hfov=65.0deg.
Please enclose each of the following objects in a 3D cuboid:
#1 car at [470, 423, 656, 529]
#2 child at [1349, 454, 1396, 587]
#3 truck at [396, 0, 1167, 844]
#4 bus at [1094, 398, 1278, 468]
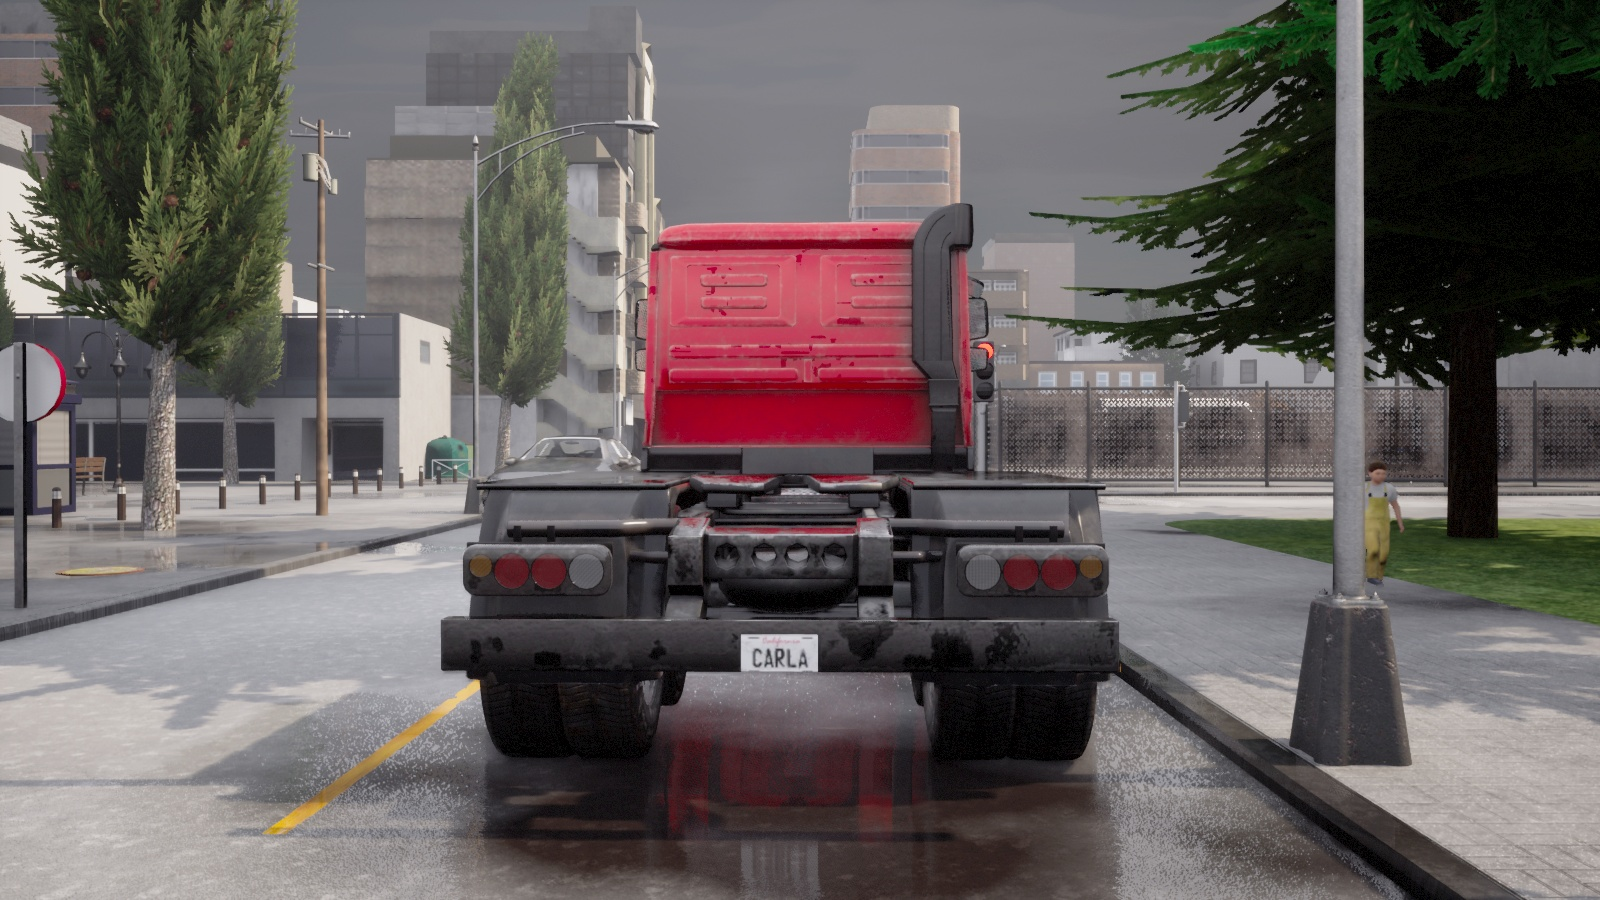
[{"bbox_3d":[-3.990,0.397,22.096,2.152,1.651,5.027,0,0,2],"label":"car"},{"bbox_3d":[5.544,0.672,12.168,0.270,1.263,0.437,0,0,3],"label":"child"},{"bbox_3d":[0.020,-0.284,8.679,2.891,3.462,7.936,0,0,1],"label":"truck"},{"bbox_3d":[23.857,-1.052,78.208,10.273,4.253,3.944,0,0,2],"label":"bus"}]
